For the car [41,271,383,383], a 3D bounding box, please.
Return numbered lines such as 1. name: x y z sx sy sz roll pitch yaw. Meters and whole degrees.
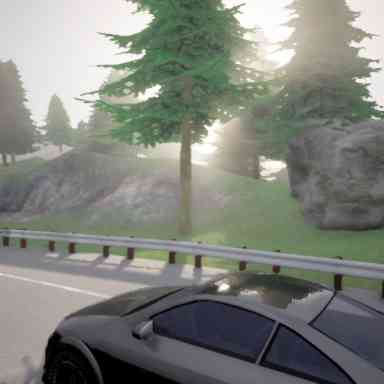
1. car: 0.399 1.552 3.334 4.181 1.385 1.994 0 0 34
